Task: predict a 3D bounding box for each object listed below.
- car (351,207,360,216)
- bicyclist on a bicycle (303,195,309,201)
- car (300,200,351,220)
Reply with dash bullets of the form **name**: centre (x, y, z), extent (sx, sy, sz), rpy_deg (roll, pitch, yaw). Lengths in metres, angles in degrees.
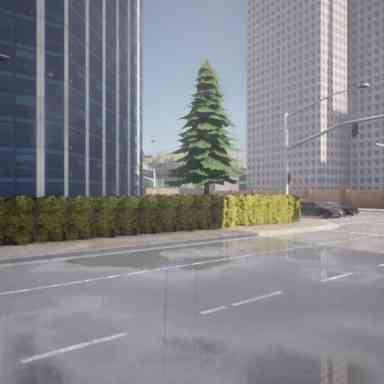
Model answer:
- **car**: centre (13.102, 1.601, 31.266), extent (1.895, 1.301, 4.718), rpy_deg (0, 0, -36)
- **bicyclist on a bicycle**: centre (16.302, 1.301, 47.409), extent (1.656, 1.620, 0.582), rpy_deg (0, 0, -35)
- **car**: centre (10.597, 1.505, 28.655), extent (1.837, 1.490, 4.892), rpy_deg (0, 0, -35)
